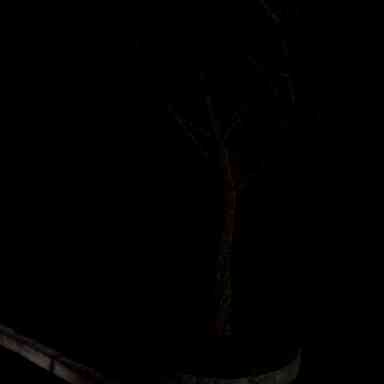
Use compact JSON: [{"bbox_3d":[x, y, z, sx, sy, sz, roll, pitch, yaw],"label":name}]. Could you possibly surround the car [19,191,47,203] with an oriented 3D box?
[{"bbox_3d":[-20.020,0.923,40.784,2.150,2.045,5.566,1,0,32],"label":"car"}]
